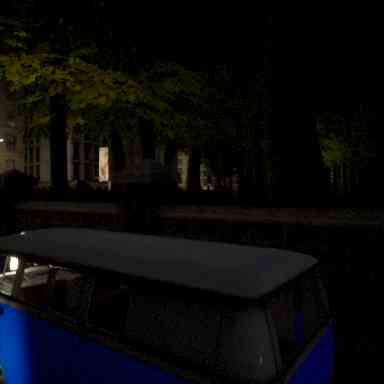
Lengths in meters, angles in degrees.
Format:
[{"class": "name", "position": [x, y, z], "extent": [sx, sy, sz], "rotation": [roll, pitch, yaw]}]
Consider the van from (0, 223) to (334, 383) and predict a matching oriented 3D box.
[{"class": "van", "position": [-0.686, 1.340, 3.351], "extent": [3.998, 1.788, 1.690], "rotation": [0, 0, 36]}]
